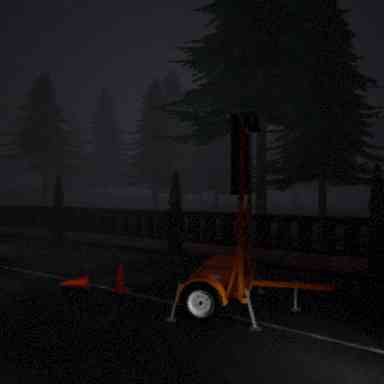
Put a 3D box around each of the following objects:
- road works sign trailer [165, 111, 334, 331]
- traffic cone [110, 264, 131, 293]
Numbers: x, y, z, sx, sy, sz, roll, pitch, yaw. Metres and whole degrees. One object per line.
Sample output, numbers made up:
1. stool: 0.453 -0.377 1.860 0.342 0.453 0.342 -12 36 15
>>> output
1. road works sign trailer: 1.193 0.448 6.430 2.880 3.560 2.380 0 0 14
2. traffic cone: -1.617 1.932 7.540 0.340 0.580 0.340 0 0 36
